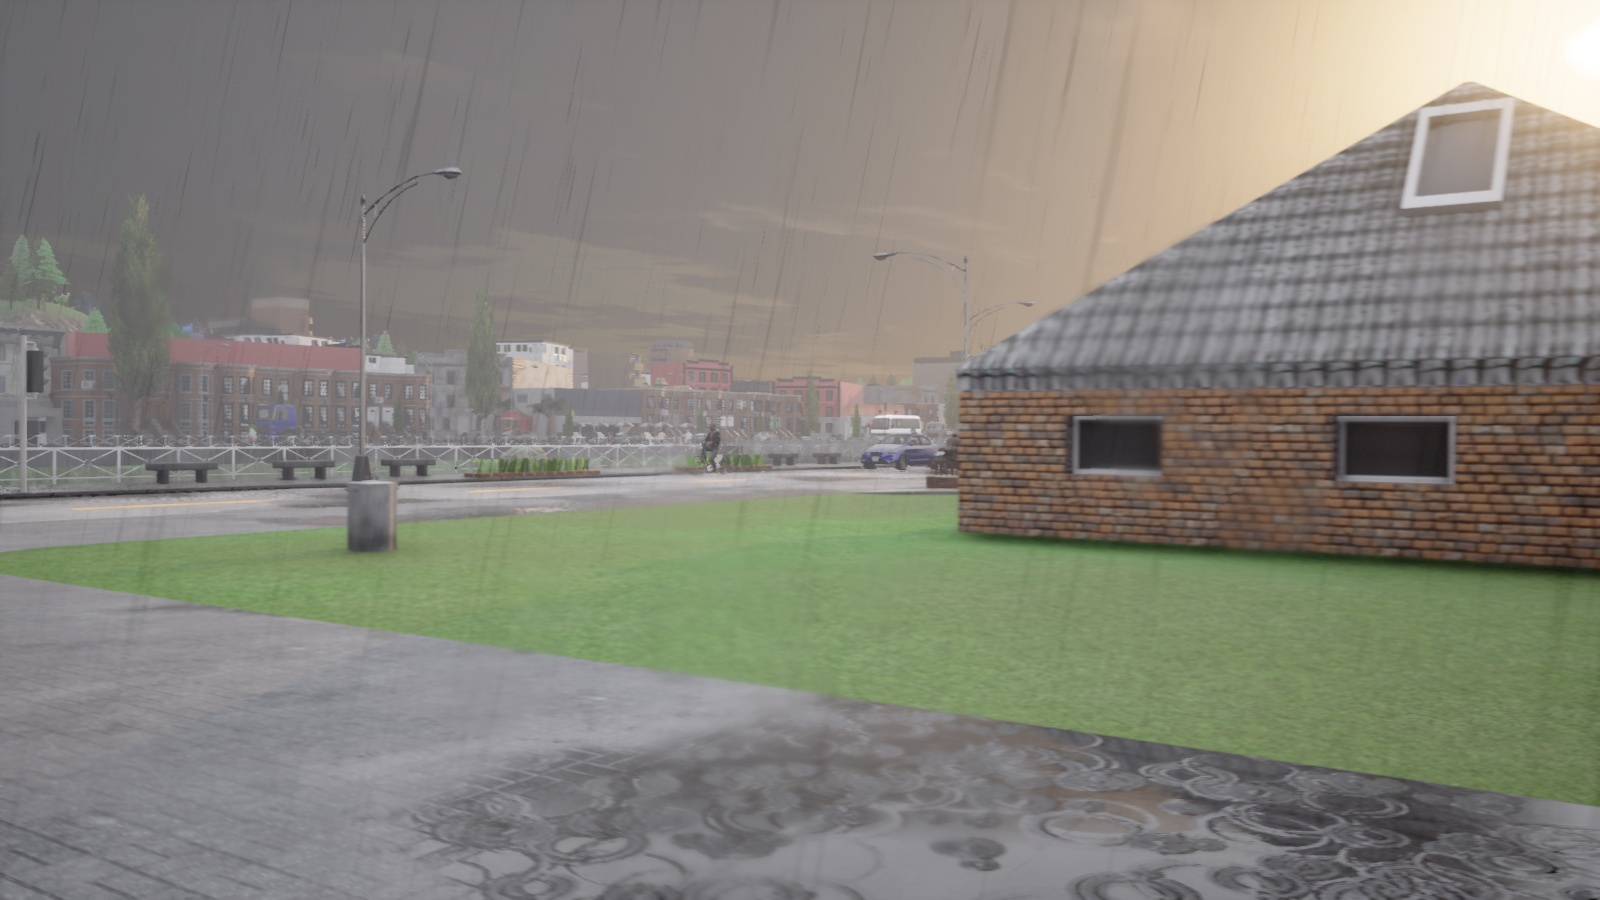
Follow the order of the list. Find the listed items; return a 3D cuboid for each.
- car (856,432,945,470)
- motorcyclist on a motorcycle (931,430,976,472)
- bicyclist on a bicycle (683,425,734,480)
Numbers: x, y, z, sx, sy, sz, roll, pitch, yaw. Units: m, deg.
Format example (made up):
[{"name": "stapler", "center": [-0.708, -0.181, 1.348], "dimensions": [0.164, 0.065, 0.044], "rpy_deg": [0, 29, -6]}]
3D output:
[{"name": "car", "center": [4.169, 0.003, 51.618], "dimensions": [1.816, 1.474, 4.193], "rpy_deg": [0, 1, 34]}, {"name": "motorcyclist on a motorcycle", "center": [5.728, 0.024, 46.736], "dimensions": [0.797, 1.523, 2.044], "rpy_deg": [0, 1, 34]}, {"name": "bicyclist on a bicycle", "center": [-2.958, 0.071, 40.889], "dimensions": [0.659, 1.776, 1.843], "rpy_deg": [0, 1, 34]}]
